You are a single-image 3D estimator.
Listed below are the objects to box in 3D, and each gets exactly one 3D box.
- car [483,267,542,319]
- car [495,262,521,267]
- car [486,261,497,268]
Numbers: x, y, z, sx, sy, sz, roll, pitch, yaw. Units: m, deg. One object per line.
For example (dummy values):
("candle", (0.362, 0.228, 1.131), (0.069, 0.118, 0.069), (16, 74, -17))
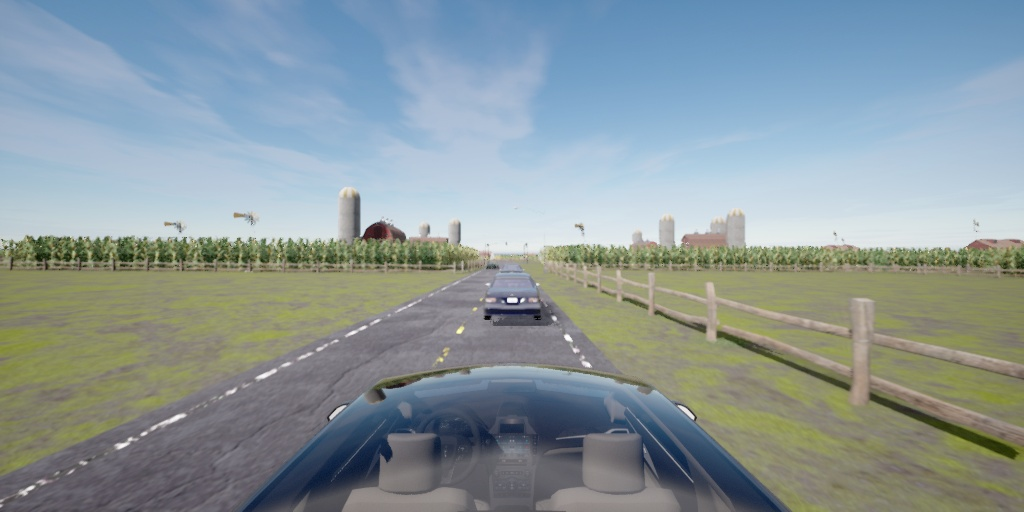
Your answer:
("car", (0.025, 1.302, 12.703), (2.033, 1.411, 5.357), (0, 0, 0))
("car", (-0.004, 1.317, 27.706), (2.033, 1.411, 5.357), (0, 0, 0))
("car", (-2.930, 1.420, 53.936), (1.895, 1.301, 4.718), (0, 0, 0))
